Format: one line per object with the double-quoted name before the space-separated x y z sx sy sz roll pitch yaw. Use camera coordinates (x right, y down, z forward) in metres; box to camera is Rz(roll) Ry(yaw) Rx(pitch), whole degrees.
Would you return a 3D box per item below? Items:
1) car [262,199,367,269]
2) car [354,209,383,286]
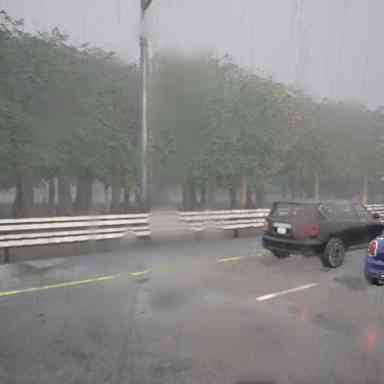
"car" 4.869 1.251 11.522 5.566 2.045 2.150 0 0 -36
"car" 6.317 1.380 8.256 4.553 1.767 2.097 0 0 -36
